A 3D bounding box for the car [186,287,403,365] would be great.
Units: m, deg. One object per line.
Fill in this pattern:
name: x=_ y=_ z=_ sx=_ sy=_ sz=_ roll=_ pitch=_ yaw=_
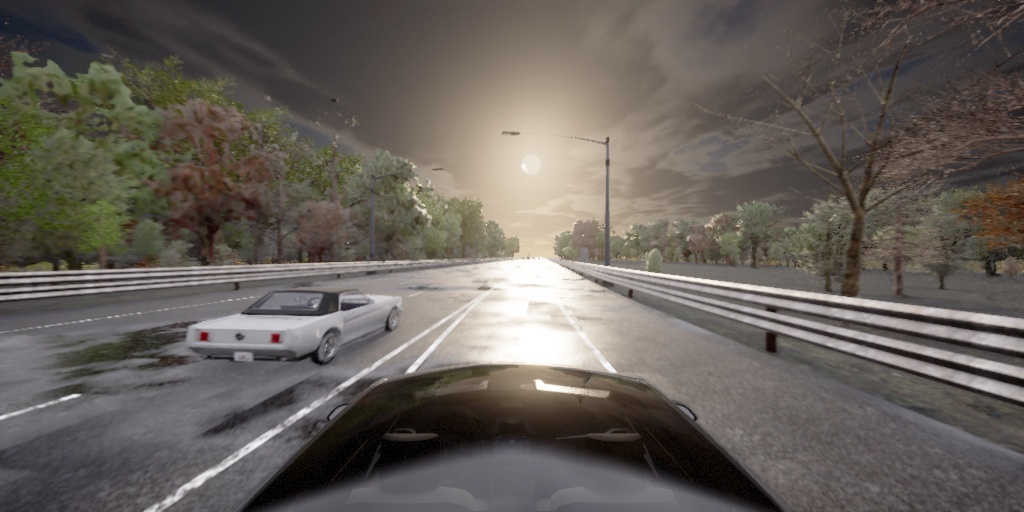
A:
car: x=-4.112 y=1.327 z=7.956 sx=1.895 sy=1.301 sz=4.718 roll=0 pitch=0 yaw=5
